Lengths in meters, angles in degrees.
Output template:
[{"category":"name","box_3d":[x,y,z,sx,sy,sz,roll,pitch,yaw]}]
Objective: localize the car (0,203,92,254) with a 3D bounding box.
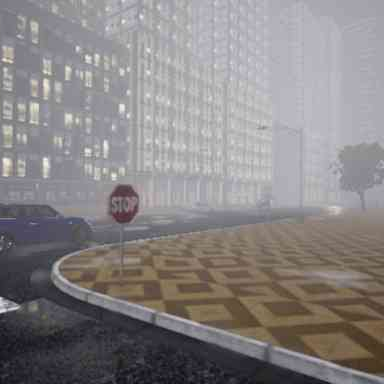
[{"category":"car","box_3d":[-6.178,1.224,13.029,2.097,1.767,4.553,1,-1,36]}]

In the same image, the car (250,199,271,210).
[{"category":"car","box_3d":[10.821,1.859,52.611,2.128,1.511,4.902,0,-1,36]}]

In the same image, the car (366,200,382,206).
[{"category":"car","box_3d":[45.914,2.901,83.881,1.994,1.385,4.181,0,-1,36]}]

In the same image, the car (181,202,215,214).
[{"category":"car","box_3d":[0.758,1.850,39.090,1.895,1.301,4.718,0,-1,36]}]
